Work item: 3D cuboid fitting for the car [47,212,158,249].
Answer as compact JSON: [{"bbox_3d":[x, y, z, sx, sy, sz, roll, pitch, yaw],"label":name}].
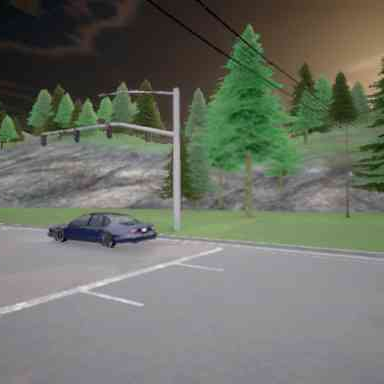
[{"bbox_3d":[-4.083,1.594,14.812,5.357,1.411,2.033,0,0,31],"label":"car"}]
